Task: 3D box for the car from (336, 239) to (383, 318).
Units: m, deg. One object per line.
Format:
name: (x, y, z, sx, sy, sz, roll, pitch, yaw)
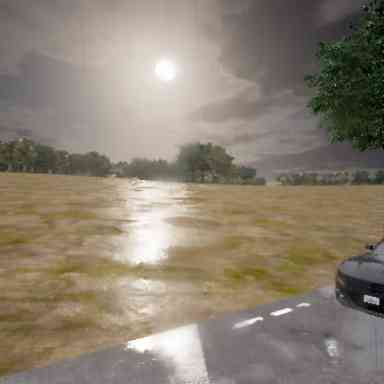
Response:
car: (5.005, 1.533, 6.974, 5.008, 1.535, 1.882, 0, 0, -36)
